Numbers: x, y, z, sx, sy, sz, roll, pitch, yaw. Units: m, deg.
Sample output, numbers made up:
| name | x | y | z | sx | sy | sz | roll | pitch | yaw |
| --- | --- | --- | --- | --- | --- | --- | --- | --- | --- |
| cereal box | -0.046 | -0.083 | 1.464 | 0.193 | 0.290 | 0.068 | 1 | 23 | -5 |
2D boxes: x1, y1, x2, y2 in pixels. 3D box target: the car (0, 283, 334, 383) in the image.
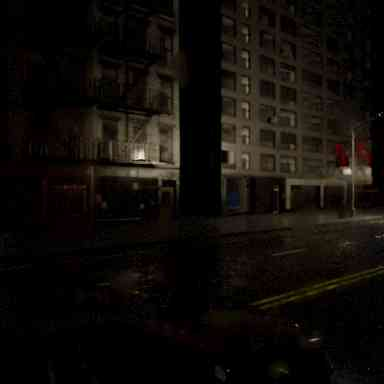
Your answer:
| name | x | y | z | sx | sy | sz | roll | pitch | yaw |
| --- | --- | --- | --- | --- | --- | --- | --- | --- | --- |
| car | -1.151 | 1.544 | 2.619 | 5.357 | 1.411 | 2.033 | 0 | 0 | -35 |
